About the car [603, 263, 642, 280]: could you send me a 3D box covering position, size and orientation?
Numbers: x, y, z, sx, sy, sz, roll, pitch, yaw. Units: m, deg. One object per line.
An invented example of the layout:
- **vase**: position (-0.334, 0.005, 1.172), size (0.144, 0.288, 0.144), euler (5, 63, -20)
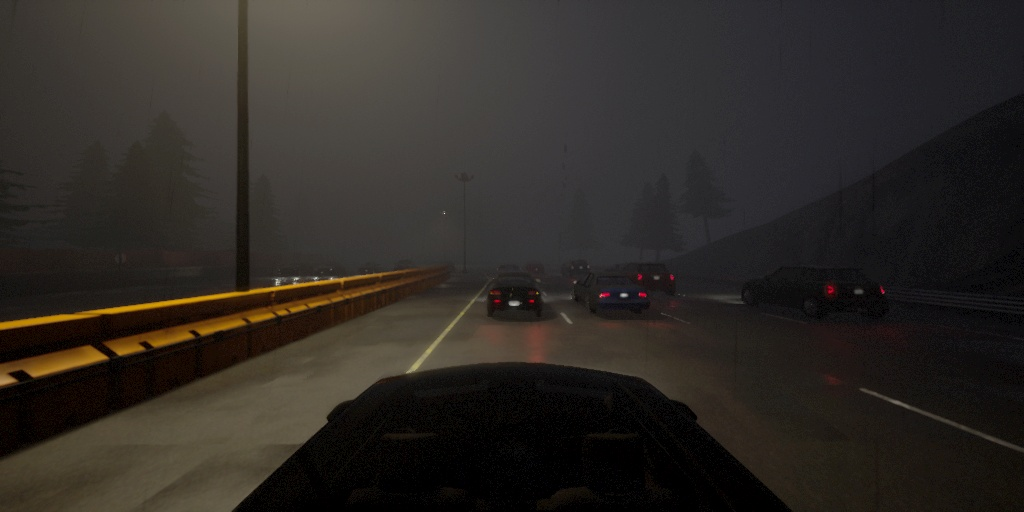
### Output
- **car**: position (10.032, 1.384, 32.929), size (1.895, 1.301, 4.718), euler (0, 0, -4)

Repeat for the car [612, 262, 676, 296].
- **car**: position (7.048, 1.120, 19.659), size (2.097, 1.767, 4.553), euler (0, 0, -1)

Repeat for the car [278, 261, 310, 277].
- **car**: position (-22.174, 1.266, 37.052), size (1.882, 1.535, 5.008), euler (0, 0, -7)

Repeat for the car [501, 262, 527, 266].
- **car**: position (-0.230, 1.327, 28.960), size (2.033, 1.411, 5.357), euler (0, 0, -3)

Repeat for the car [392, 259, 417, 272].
- **car**: position (-12.019, 1.143, 40.324), size (2.097, 1.767, 4.553), euler (0, 0, -8)

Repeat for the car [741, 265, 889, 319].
- **car**: position (10.584, 1.113, 13.059), size (2.097, 1.767, 4.553), euler (0, 0, 0)

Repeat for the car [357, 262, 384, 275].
- **car**: position (-15.403, 1.354, 39.226), size (1.994, 1.385, 4.181), euler (0, 0, -7)

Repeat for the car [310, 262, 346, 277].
- **car**: position (-18.644, 1.314, 36.977), size (1.812, 1.442, 4.674), euler (0, 0, -7)

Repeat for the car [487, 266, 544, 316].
- **car**: position (0.086, 1.288, 13.309), size (1.812, 1.442, 4.674), euler (0, 0, 0)

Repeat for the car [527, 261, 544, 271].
- **car**: position (2.287, 1.269, 40.450), size (1.882, 1.535, 5.008), euler (0, 0, -7)

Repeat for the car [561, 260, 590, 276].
- **car**: position (6.276, 1.137, 35.730), size (2.097, 1.767, 4.553), euler (0, 0, -5)

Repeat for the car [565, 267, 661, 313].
- **car**: position (3.591, 1.311, 13.951), size (2.033, 1.411, 5.357), euler (0, 0, 0)
